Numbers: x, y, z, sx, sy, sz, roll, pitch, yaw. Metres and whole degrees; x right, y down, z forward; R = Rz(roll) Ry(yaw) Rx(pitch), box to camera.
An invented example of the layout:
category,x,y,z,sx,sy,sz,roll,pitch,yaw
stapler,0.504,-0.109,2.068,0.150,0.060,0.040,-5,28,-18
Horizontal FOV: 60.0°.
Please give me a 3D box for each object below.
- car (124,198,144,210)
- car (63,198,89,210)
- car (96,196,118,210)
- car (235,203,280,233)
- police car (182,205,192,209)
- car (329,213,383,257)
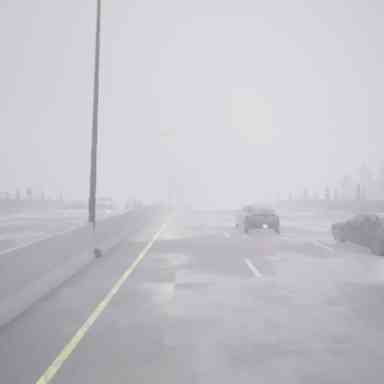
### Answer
category,x,y,z,sx,sy,sz,roll,pitch,yaw
car,-7.062,1.468,41.007,2.128,1.511,4.902,0,-2,0
car,-14.061,1.488,40.551,1.812,1.442,4.674,0,-2,0
car,-10.561,1.319,40.734,2.097,1.767,4.553,0,-2,0
car,3.607,1.413,18.801,1.837,1.490,4.892,0,0,0
police car,-1.023,3.328,66.559,1.930,1.638,5.238,0,-6,0
car,7.110,1.485,12.561,2.033,1.411,5.357,0,0,0
